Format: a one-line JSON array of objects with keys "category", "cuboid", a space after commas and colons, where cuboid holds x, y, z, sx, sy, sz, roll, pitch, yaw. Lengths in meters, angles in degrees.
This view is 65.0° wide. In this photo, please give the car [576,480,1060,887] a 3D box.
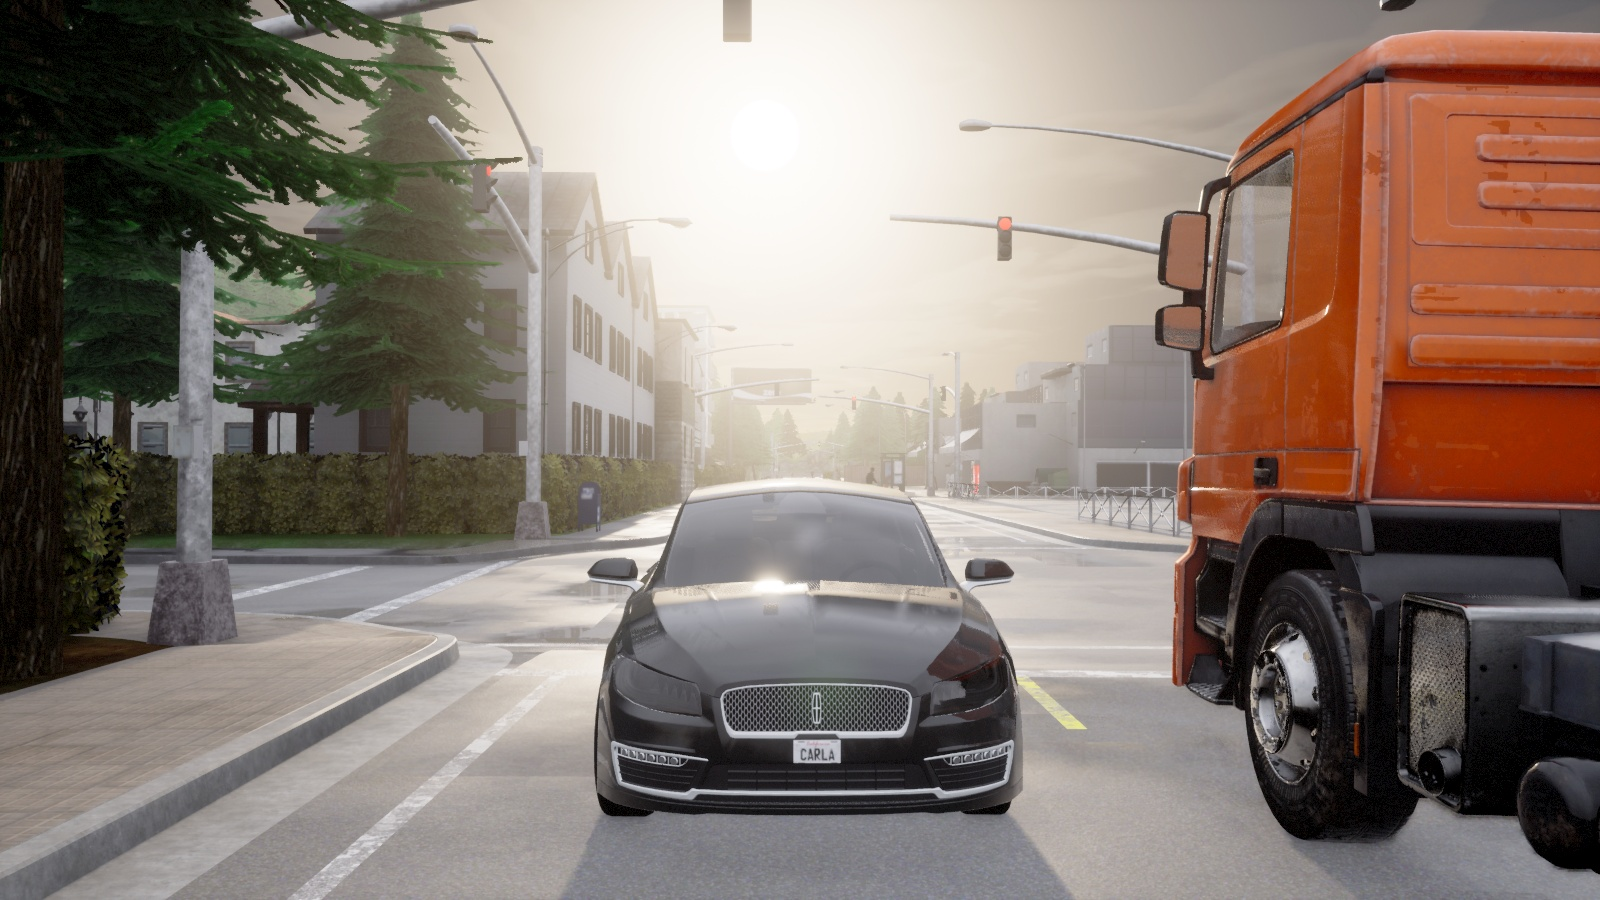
[{"category": "car", "cuboid": [-0.006, 0.941, 7.222, 1.837, 1.490, 4.892, 0, -1, -2]}]

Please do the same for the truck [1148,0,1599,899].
[{"category": "truck", "cuboid": [3.467, -0.063, 3.129, 2.891, 3.462, 7.936, 1, 0, 0]}]
